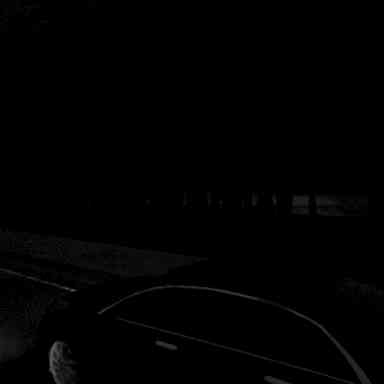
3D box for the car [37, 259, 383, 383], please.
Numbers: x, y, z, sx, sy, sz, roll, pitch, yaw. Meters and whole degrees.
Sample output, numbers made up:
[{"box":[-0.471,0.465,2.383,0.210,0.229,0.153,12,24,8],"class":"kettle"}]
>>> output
[{"box":[0.327,1.494,3.455,4.892,1.490,1.837,0,0,36],"class":"car"}]
